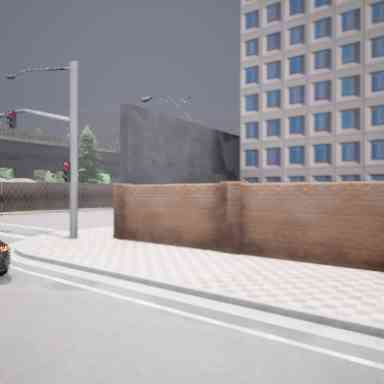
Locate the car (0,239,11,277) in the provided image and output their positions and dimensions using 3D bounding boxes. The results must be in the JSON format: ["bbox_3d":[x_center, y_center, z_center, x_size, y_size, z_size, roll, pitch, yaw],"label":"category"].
[{"bbox_3d":[-6.544,1.502,9.008,4.674,1.442,1.812,0,0,40],"label":"car"}]
